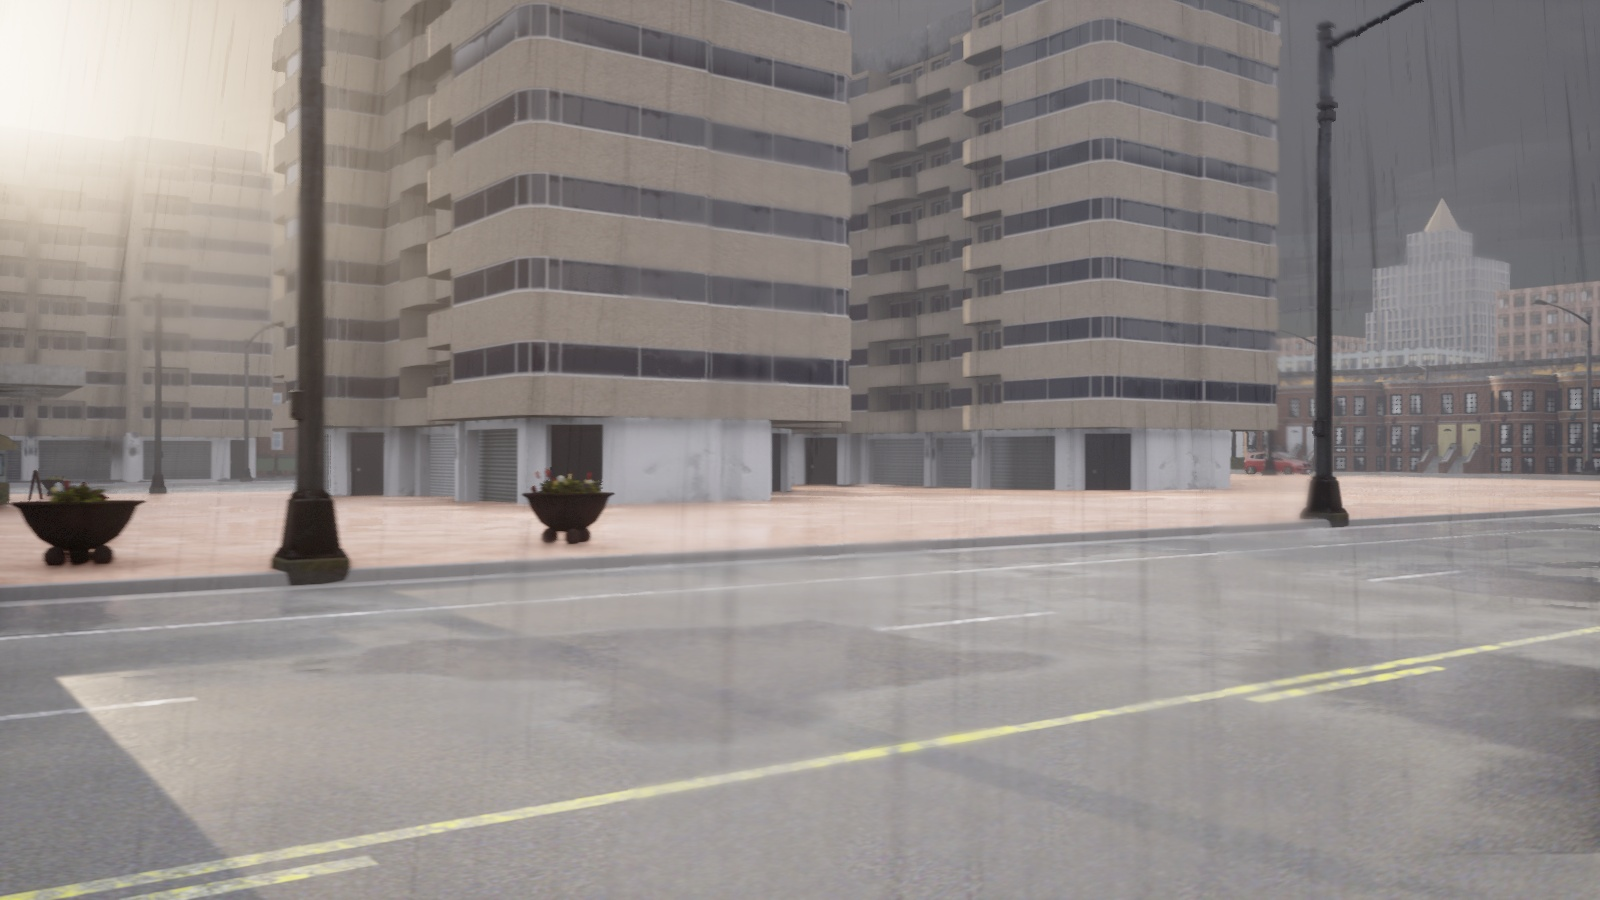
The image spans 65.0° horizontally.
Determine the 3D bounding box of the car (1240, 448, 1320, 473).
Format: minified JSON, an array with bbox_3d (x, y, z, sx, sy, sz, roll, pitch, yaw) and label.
[{"bbox_3d":[32.849,0.731,86.071,2.242,1.667,4.611,0,0,-35],"label":"car"}]
